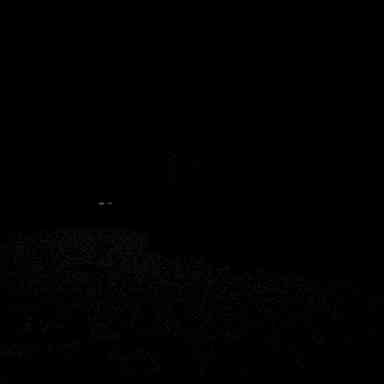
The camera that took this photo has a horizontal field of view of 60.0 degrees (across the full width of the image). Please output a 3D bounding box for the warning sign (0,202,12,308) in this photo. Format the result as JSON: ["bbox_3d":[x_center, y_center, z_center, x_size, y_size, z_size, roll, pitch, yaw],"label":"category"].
[{"bbox_3d":[-4.074,1.127,5.805,1.060,1.860,1.300,-1,0,35],"label":"warning sign"}]
